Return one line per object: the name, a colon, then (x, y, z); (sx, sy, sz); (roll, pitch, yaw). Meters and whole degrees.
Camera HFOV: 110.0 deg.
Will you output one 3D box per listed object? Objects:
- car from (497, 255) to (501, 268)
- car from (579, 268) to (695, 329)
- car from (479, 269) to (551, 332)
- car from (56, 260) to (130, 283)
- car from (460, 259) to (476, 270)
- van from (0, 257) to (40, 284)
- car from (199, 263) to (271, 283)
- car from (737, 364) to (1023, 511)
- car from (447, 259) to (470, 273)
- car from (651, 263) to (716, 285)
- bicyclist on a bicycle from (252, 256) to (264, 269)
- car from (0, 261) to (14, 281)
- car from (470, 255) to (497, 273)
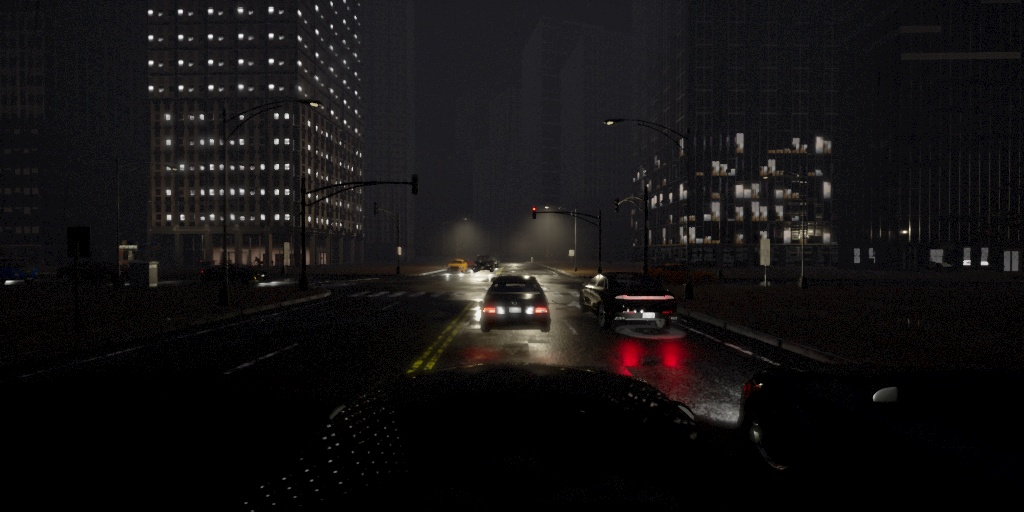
car: (-3.292, 1.038, 58.402); (2.097, 1.767, 4.553); (0, 0, 0)
car: (3.354, 1.238, 11.188); (2.128, 1.511, 4.902); (0, 0, 0)
car: (0.107, 1.294, 10.774); (2.033, 1.411, 5.357); (0, 0, 1)
car: (-30.059, 1.093, 26.201); (5.008, 1.535, 1.882); (0, 0, 2)
car: (-6.548, 1.221, 53.515); (1.812, 1.442, 4.674); (0, 0, 0)
van: (-33.915, 0.959, 23.716); (3.998, 1.789, 1.690); (0, 0, 1)
car: (-19.967, 1.227, 25.940); (4.181, 1.385, 1.994); (0, 0, 1)
car: (3.354, 1.314, 2.032); (1.994, 1.385, 4.181); (0, 0, 0)
car: (-6.561, 1.193, 43.306); (1.882, 1.535, 5.008); (0, 0, 0)
car: (11.707, 1.287, 25.436); (5.008, 1.535, 1.882); (0, 1, 3)
bicyclist on a bicycle: (-24.675, 0.867, 34.798); (0.582, 1.620, 1.656); (0, 1, 1)
car: (-40.301, 1.092, 26.484); (4.674, 1.442, 1.812); (0, 0, 2)
car: (-3.312, 0.932, 42.975); (2.150, 2.045, 5.566); (0, 1, 0)
